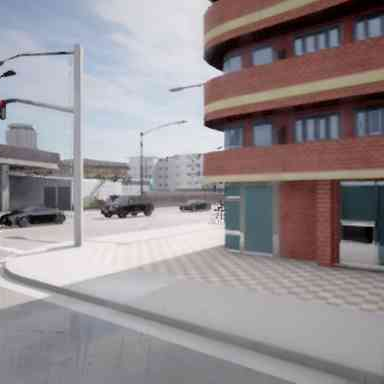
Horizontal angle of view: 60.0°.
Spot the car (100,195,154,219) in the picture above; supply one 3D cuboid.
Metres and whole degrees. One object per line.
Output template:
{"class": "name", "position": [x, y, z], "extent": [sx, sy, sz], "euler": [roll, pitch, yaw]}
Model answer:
{"class": "car", "position": [-5.888, 1.328, 31.108], "extent": [2.150, 2.045, 5.566], "euler": [0, 0, 35]}

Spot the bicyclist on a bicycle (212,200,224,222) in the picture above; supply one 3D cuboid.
{"class": "bicyclist on a bicycle", "position": [2.110, 1.360, 23.355], "extent": [1.656, 1.620, 0.582], "euler": [-1, 0, 35]}

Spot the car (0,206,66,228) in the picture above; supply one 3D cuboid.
{"class": "car", "position": [-11.127, 1.673, 23.443], "extent": [1.994, 1.385, 4.181], "euler": [0, 0, 34]}

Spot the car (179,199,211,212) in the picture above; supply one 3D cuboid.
{"class": "car", "position": [0.392, 1.588, 40.222], "extent": [1.882, 1.535, 5.008], "euler": [0, 0, 35]}
